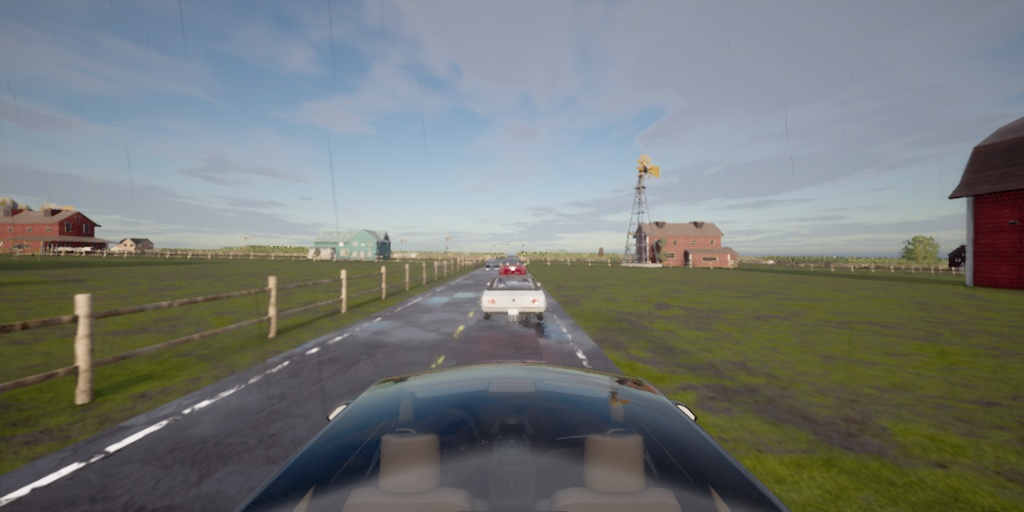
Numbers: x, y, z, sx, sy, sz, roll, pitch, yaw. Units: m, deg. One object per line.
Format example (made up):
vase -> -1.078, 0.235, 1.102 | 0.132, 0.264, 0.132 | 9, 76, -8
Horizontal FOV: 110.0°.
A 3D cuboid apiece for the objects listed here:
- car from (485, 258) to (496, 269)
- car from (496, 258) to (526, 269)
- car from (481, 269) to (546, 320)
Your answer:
car -> -2.824, 1.067, 52.452 | 2.033, 1.411, 5.357 | 0, 0, 0
car -> 0.066, 0.974, 28.552 | 2.097, 1.767, 4.553 | 0, 0, 0
car -> 0.061, 1.299, 12.408 | 1.895, 1.301, 4.718 | 0, 0, 0
